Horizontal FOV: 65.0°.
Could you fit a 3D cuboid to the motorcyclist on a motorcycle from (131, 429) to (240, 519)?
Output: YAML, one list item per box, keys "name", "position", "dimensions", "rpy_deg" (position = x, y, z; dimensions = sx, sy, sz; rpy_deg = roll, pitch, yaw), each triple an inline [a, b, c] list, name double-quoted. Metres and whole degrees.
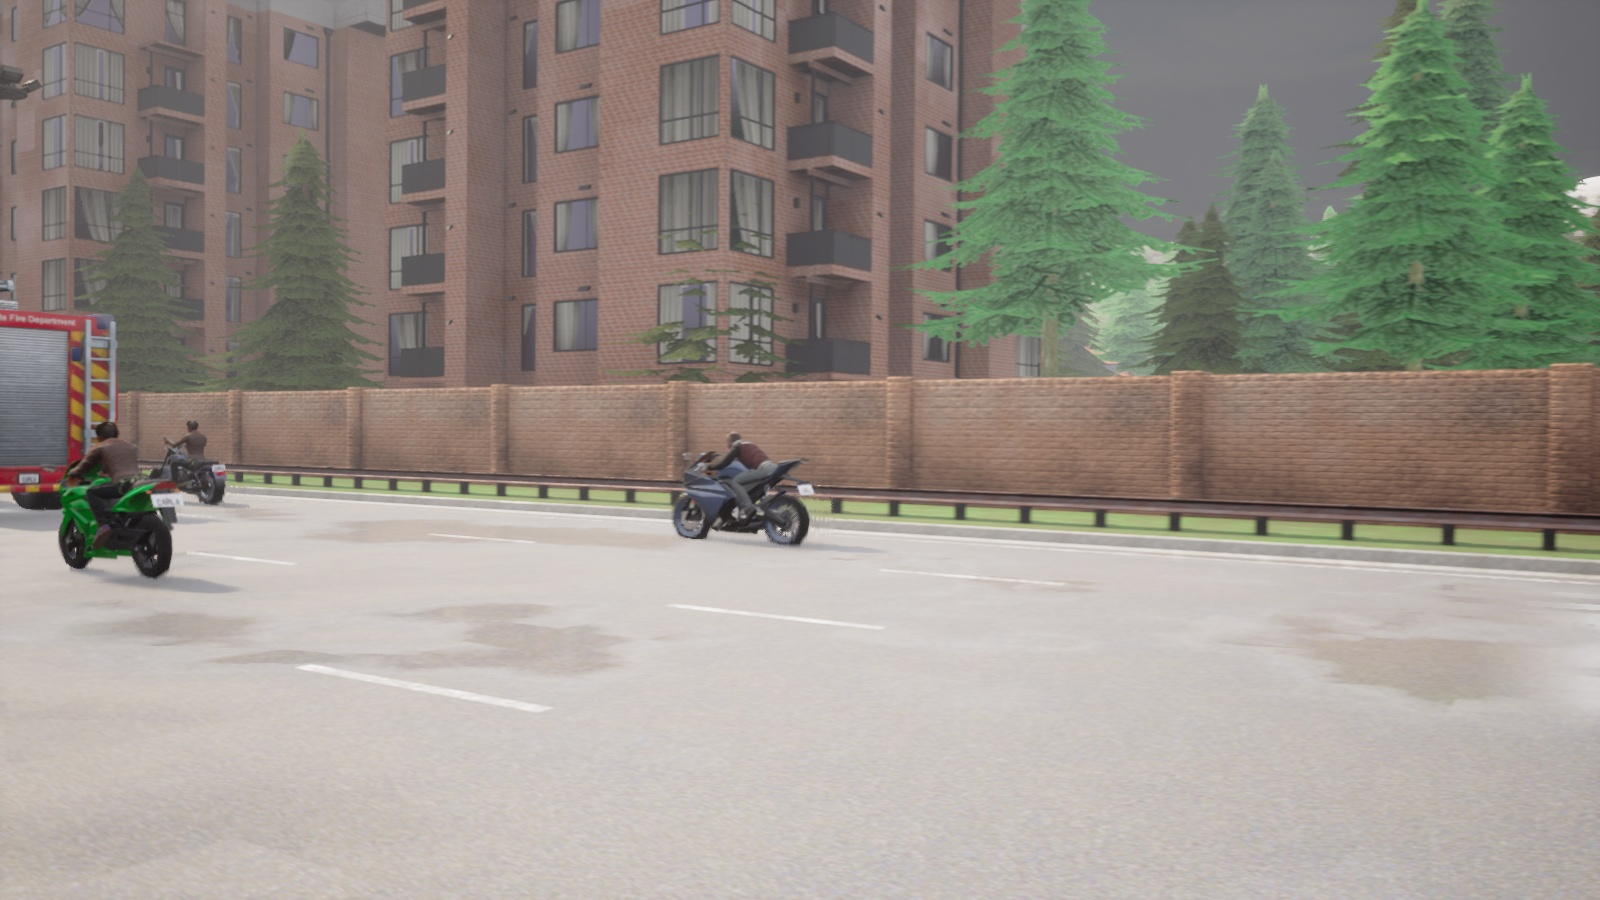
- name: "motorcyclist on a motorcycle"
  position: [-11.800, 0.440, 24.094]
  dimensions: [2.350, 1.649, 0.766]
  rpy_deg: [0, 1, 34]

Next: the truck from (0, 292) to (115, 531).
- name: "truck"
  position: [-16.138, -0.620, 22.756]
  dimensions: [8.468, 3.827, 2.891]
  rpy_deg: [0, 1, 34]

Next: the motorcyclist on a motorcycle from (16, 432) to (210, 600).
- name: "motorcyclist on a motorcycle"
  position: [-6.766, 0.596, 12.337]
  dimensions: [2.044, 1.523, 0.797]
  rpy_deg: [0, 1, 34]

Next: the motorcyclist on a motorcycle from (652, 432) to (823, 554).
- name: "motorcyclist on a motorcycle"
  position: [-0.854, 0.536, 16.811]
  dimensions: [2.191, 1.530, 0.866]
  rpy_deg: [0, 1, 34]
